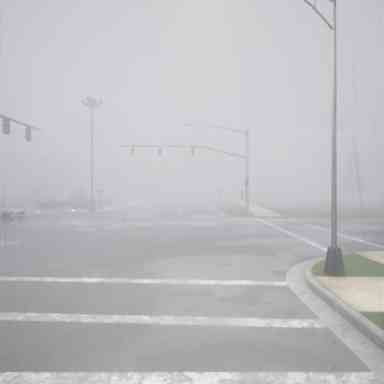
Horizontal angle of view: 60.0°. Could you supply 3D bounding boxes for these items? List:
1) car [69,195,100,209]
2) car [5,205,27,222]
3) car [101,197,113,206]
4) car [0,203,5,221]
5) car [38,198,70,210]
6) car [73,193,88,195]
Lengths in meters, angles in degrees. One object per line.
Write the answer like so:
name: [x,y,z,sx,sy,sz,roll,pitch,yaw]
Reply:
car: [-14.463,1.520,44.872,2.033,1.411,5.357,0,0,1]
car: [-15.037,1.510,25.196,4.674,1.442,1.812,0,0,0]
car: [-14.327,1.493,54.462,1.812,1.442,4.674,0,0,1]
car: [-15.246,1.588,21.698,4.718,1.301,1.895,0,0,0]
car: [-18.002,1.575,42.938,1.895,1.301,4.718,0,0,1]
car: [-17.864,1.190,52.578,2.150,2.045,5.566,0,0,1]
